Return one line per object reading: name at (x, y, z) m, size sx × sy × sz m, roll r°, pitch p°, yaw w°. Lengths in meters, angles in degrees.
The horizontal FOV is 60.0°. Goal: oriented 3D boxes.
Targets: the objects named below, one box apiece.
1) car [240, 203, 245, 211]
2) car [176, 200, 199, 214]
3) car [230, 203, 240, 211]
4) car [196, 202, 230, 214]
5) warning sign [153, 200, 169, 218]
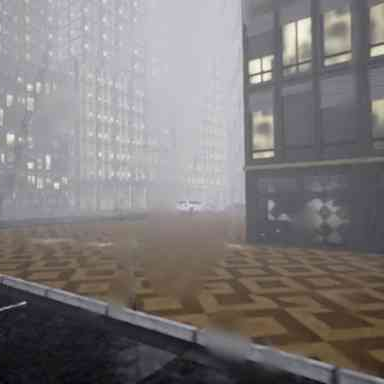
car at (10.843, 2.641, 58.529) m, size 1.812 × 1.442 × 4.674 m, roll -1°, pitch -2°, yaw 36°
car at (-0.006, 2.182, 49.216) m, size 2.150 × 2.045 × 5.566 m, roll -1°, pitch -1°, yaw 36°
car at (8.220, 2.673, 60.448) m, size 2.128 × 1.511 × 4.902 m, roll -1°, pitch -2°, yaw 36°
car at (3.024, 2.502, 47.829) m, size 1.895 × 1.301 × 4.718 m, roll -1°, pitch -2°, yaw 37°
warning sign at (-3.201, 1.726, 34.523) m, size 1.300 × 1.860 × 1.060 m, roll 0°, pitch 0°, yaw 36°
